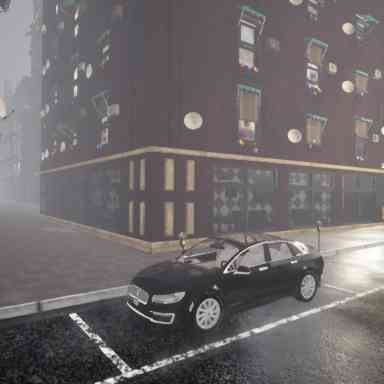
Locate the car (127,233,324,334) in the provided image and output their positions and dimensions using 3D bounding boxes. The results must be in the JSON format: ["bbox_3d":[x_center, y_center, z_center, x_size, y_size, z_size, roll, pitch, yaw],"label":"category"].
[{"bbox_3d":[0.871,1.552,6.669,4.403,1.369,2.008,0,1,-35],"label":"car"}]
